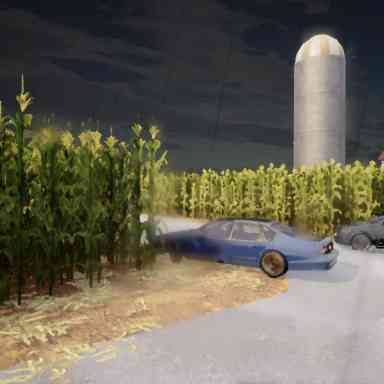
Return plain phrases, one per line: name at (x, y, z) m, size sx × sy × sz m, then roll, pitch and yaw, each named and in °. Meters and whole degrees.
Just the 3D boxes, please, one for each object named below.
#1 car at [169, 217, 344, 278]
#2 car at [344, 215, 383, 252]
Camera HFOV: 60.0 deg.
car at (1.342, 1.442, 9.740) m, size 5.357 × 1.411 × 2.033 m, roll 0°, pitch 0°, yaw 31°
car at (7.645, 1.529, 12.606) m, size 4.181 × 1.385 × 1.994 m, roll 1°, pitch 0°, yaw 15°
